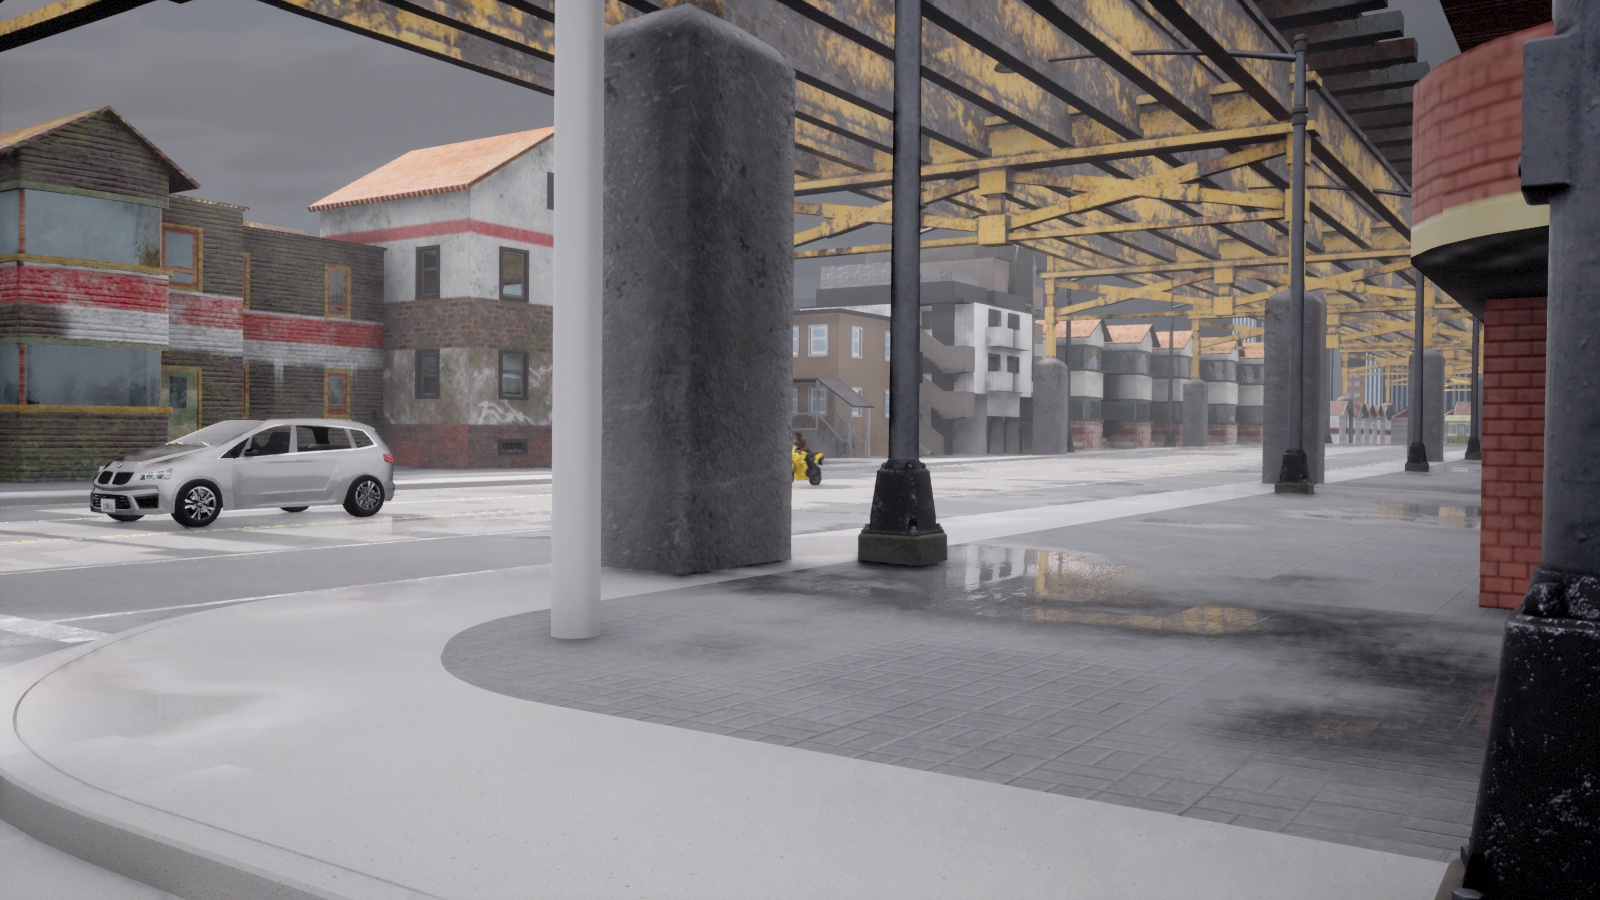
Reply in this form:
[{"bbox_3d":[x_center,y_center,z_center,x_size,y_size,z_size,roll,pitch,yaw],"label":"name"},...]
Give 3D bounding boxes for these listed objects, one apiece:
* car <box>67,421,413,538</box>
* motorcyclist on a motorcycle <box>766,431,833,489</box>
[{"bbox_3d":[-8.884,0.379,20.320,2.242,1.667,4.611,0,1,34],"label":"car"},{"bbox_3d":[0.009,0.246,33.847,0.797,1.523,2.044,0,1,33],"label":"motorcyclist on a motorcycle"}]
